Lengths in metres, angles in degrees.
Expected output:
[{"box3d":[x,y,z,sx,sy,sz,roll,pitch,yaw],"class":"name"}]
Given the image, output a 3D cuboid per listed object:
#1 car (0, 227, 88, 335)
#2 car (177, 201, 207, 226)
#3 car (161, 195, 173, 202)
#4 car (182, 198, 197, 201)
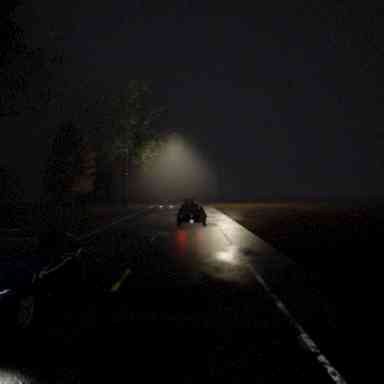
[{"box3d":[-3.527,1.498,6.798,1.812,1.442,4.674,0,0,0],"class":"car"},{"box3d":[-0.034,1.511,22.690,1.895,1.301,4.718,0,0,-1],"class":"car"},{"box3d":[-4.117,1.136,54.782,1.882,1.535,5.008,0,0,-1],"class":"car"},{"box3d":[-0.288,1.408,42.133,1.994,1.385,4.181,0,0,-1],"class":"car"}]
